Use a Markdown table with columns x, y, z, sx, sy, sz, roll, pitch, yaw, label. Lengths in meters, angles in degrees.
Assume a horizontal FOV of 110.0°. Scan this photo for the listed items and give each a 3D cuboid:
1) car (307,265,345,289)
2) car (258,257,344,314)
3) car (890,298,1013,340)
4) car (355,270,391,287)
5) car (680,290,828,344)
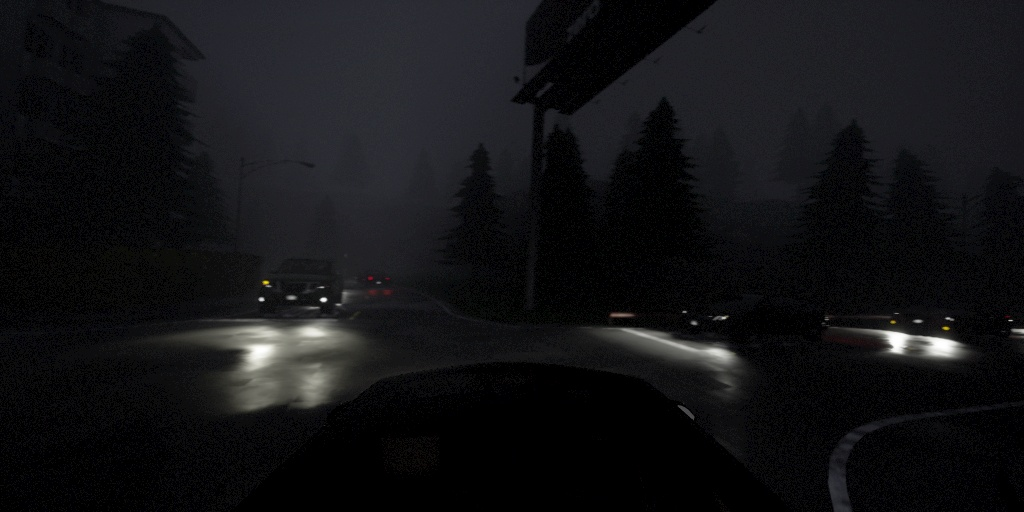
| x | y | z | sx | sy | sz | roll | pitch | yaw | label |
| --- | --- | --- | --- | --- | --- | --- | --- | --- | --- |
| -13.467 | 1.489 | 25.765 | 1.837 | 1.490 | 4.892 | 4 | -3 | -34 | car |
| -8.132 | 1.062 | 14.397 | 2.150 | 2.045 | 5.566 | 3 | -2 | -19 | car |
| 17.180 | 2.384 | 14.085 | 4.181 | 1.385 | 1.994 | 3 | -2 | -17 | car |
| -11.713 | 1.805 | 29.933 | 1.895 | 1.301 | 4.718 | 4 | -2 | -35 | car |
| 7.566 | 1.804 | 11.173 | 4.674 | 1.442 | 1.812 | 3 | -2 | -17 | car |
